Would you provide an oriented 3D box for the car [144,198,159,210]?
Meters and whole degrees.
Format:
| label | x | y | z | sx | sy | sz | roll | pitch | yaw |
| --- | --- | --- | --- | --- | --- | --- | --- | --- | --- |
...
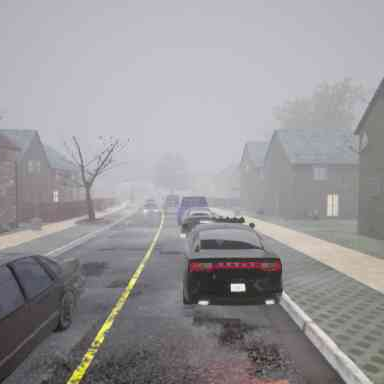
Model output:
| label | x | y | z | sx | sy | sz | roll | pitch | yaw |
| --- | --- | --- | --- | --- | --- | --- | --- | --- | --- |
| car | -5.775 | 1.676 | 46.635 | 1.837 | 1.490 | 4.892 | 0 | 0 | -7 |

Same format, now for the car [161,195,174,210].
| label | x | y | z | sx | sy | sz | roll | pitch | yaw |
| --- | --- | --- | --- | --- | --- | --- | --- | --- | --- |
| car | -2.682 | 1.363 | 44.571 | 2.150 | 2.045 | 5.566 | 0 | 0 | -7 |

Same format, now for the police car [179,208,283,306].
| label | x | y | z | sx | sy | sz | roll | pitch | yaw |
| --- | --- | --- | --- | --- | --- | --- | --- | --- | --- |
| police car | 0.722 | 1.427 | 8.249 | 1.930 | 1.638 | 5.238 | 0 | 0 | -1 |

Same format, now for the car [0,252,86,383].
| label | x | y | z | sx | sy | sz | roll | pitch | yaw |
| --- | --- | --- | --- | --- | --- | --- | --- | --- | --- |
| car | -2.901 | 1.548 | 4.083 | 2.033 | 1.411 | 5.357 | 0 | 0 | -1 |

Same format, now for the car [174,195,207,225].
| label | x | y | z | sx | sy | sz | roll | pitch | yaw |
| --- | --- | --- | --- | --- | --- | --- | --- | --- | --- |
| car | 0.004 | 1.266 | 24.257 | 2.150 | 2.045 | 5.566 | 0 | 0 | -4 |

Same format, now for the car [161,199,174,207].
| label | x | y | z | sx | sy | sz | roll | pitch | yaw |
| --- | --- | --- | --- | --- | --- | --- | --- | --- | --- |
| car | -4.198 | 1.823 | 56.051 | 1.895 | 1.301 | 4.718 | 0 | 0 | -9 |

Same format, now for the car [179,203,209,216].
| label | x | y | z | sx | sy | sz | roll | pitch | yaw |
| --- | --- | --- | --- | --- | --- | --- | --- | --- | --- |
| car | 0.355 | 1.548 | 18.197 | 1.812 | 1.442 | 4.674 | 0 | 0 | -3 |
